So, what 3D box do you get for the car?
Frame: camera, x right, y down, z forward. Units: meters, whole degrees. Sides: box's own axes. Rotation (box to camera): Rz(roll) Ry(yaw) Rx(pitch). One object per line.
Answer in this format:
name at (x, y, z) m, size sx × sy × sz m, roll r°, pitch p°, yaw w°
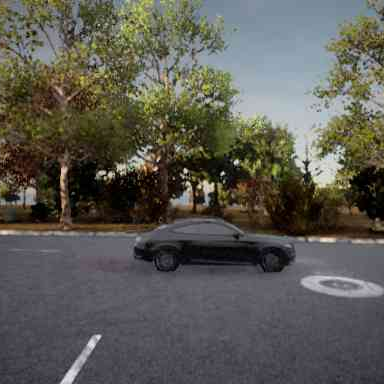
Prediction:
car at (0.612, 1.469, 9.792) m, size 4.674 × 1.442 × 1.812 m, roll 0°, pitch 0°, yaw 0°
